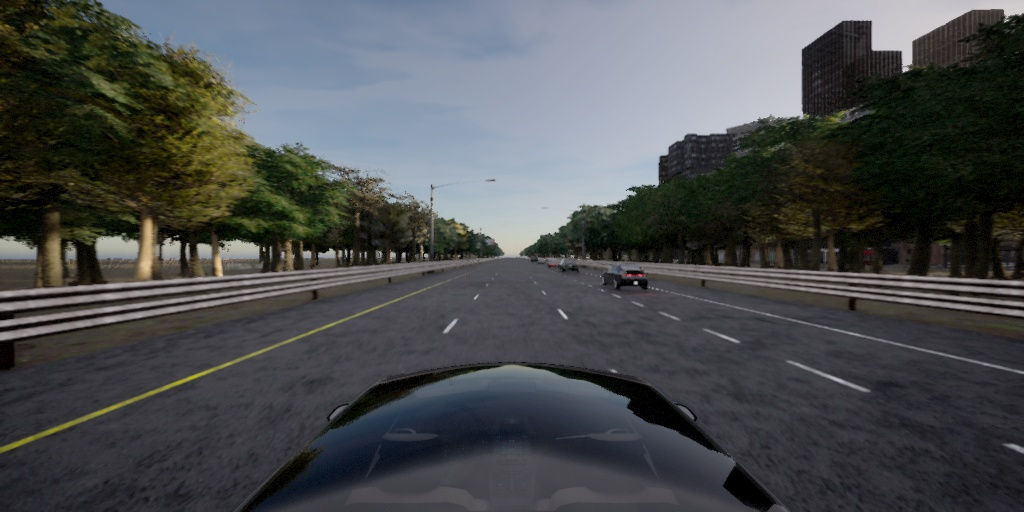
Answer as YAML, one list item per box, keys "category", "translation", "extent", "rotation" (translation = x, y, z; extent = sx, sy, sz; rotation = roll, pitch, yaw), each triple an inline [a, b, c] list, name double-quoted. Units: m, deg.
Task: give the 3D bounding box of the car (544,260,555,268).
- category: "car"
  translation: [7.133, 1.381, 62.643]
  extent: [1.994, 1.385, 4.181]
  rotation: [0, 0, 0]

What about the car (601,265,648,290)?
- category: "car"
  translation: [7.006, 1.276, 22.701]
  extent: [1.837, 1.490, 4.892]
  rotation: [0, 0, 0]

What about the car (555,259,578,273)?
- category: "car"
  translation: [7.059, 1.148, 45.587]
  extent: [2.097, 1.767, 4.553]
  rotation: [0, 0, 0]
